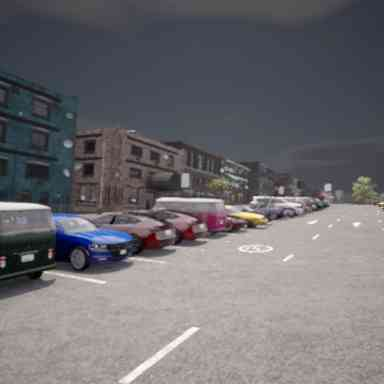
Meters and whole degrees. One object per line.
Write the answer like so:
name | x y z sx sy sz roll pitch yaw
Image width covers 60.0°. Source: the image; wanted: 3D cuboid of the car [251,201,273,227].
car | 2.557 1.631 23.294 5.366 1.575 1.946 1 0 28

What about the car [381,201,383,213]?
car | 23.069 2.003 34.673 5.366 1.575 1.946 1 -1 28

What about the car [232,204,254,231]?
car | 1.095 1.632 20.897 4.792 1.488 2.163 1 0 28

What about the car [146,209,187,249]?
car | -2.928 1.541 13.512 4.792 1.488 2.163 1 0 28

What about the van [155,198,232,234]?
van | -0.354 1.345 18.496 4.442 1.987 1.878 1 0 28

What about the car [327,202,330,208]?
car | 20.968 1.942 57.950 5.566 2.045 2.435 1 -1 28

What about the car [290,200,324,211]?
car | 18.290 2.095 53.022 4.892 1.521 2.231 1 -1 28

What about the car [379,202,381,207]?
car | 32.457 2.308 51.754 5.008 1.535 2.097 1 -1 28

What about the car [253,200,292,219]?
car | 6.337 1.763 30.807 4.792 1.488 2.163 1 0 28

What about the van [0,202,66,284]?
van | -5.648 1.224 8.613 4.442 1.987 1.878 1 0 28

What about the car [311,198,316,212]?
car | 12.976 1.930 43.148 4.892 1.521 2.231 1 -1 28

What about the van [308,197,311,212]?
van | 11.763 1.665 40.623 4.442 1.987 1.878 1 -1 28

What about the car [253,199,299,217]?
car | 7.680 1.772 33.261 4.892 1.521 2.231 1 -1 28

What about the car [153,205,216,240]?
car | -1.604 1.571 15.983 4.792 1.488 2.163 1 0 28

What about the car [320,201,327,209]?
car | 16.985 1.799 50.543 5.566 2.045 2.435 1 -1 28

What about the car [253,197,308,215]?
car | 9.038 1.560 35.722 5.566 2.045 2.435 1 -1 28

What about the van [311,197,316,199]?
van | 14.207 1.741 45.673 4.442 1.987 1.878 1 -1 28

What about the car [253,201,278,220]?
car | 3.711 1.664 25.853 5.008 1.535 2.097 1 0 28

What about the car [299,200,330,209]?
car | 22.260 2.249 60.429 4.892 1.521 2.231 1 -1 28

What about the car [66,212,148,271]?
car | -4.230 1.481 11.030 5.008 1.535 2.097 1 0 28

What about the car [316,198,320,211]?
car | 15.606 1.882 48.103 4.553 1.767 2.185 1 -1 28
